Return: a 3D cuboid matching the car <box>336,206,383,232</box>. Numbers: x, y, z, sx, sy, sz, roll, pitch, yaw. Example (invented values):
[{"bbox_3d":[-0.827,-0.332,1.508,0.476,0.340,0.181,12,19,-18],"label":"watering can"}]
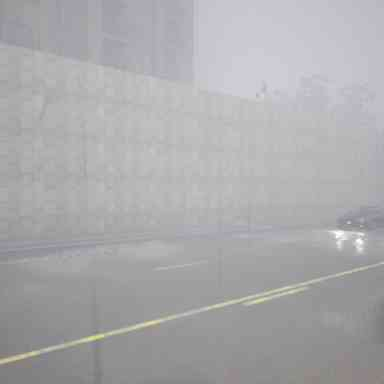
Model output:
[{"bbox_3d":[10.573,1.571,20.133,4.181,1.385,1.994,0,0,-35],"label":"car"}]
